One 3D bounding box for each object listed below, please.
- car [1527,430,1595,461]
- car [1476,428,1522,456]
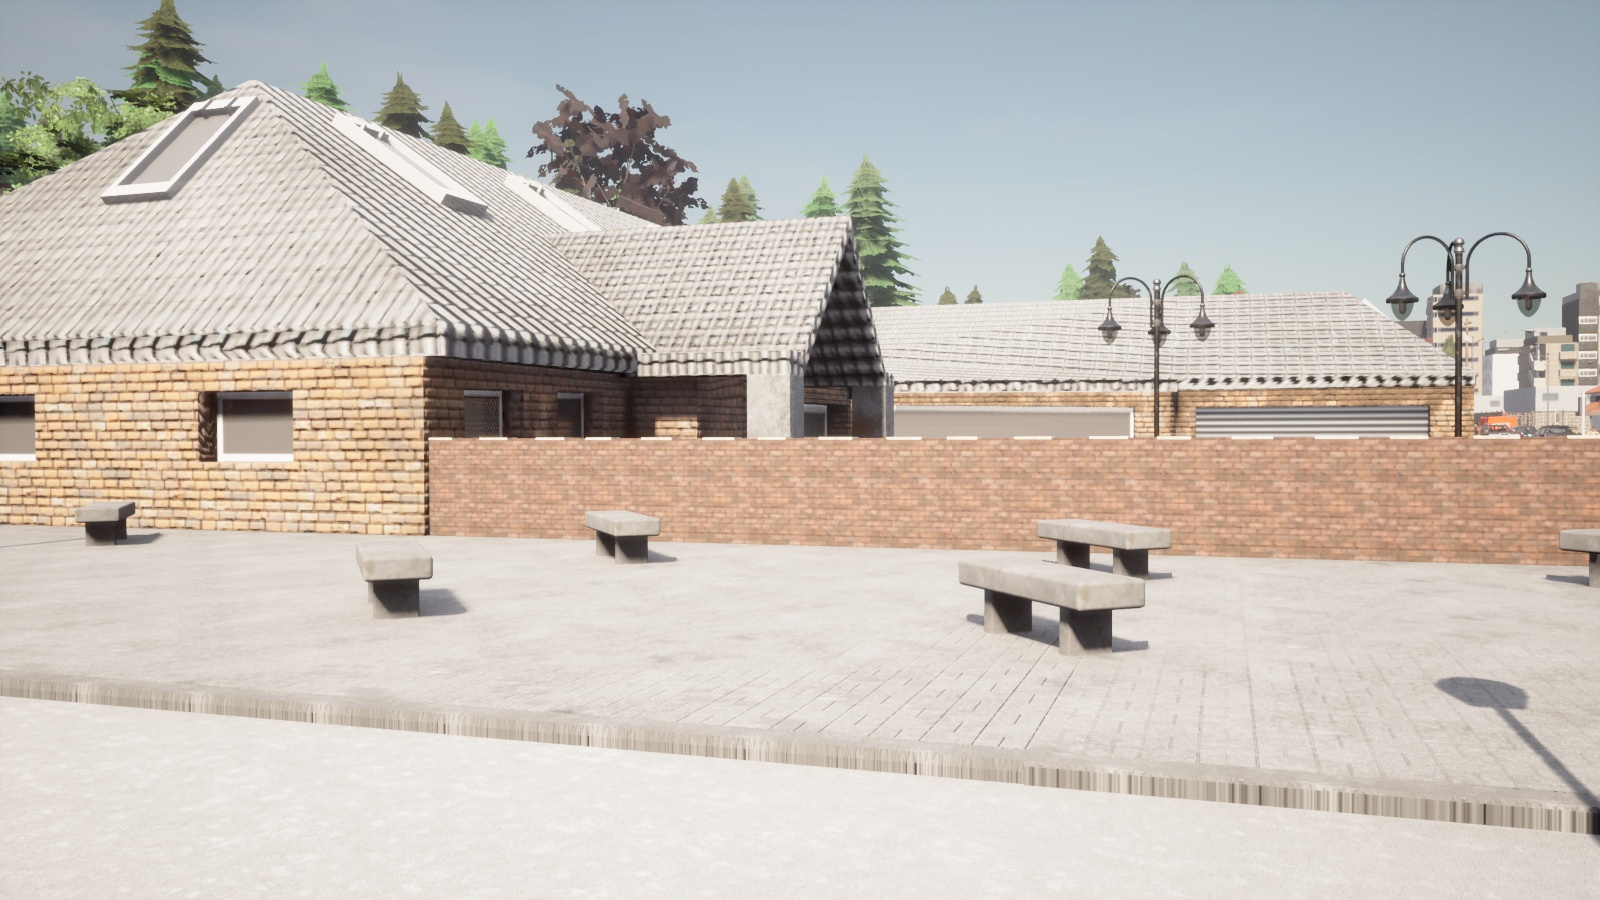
[{"bbox_3d":[42.318,-0.290,69.938,2.242,1.667,4.611,1,1,19],"label":"car"},{"bbox_3d":[47.663,-0.551,85.748,1.932,1.855,4.605,1,1,18],"label":"car"}]
